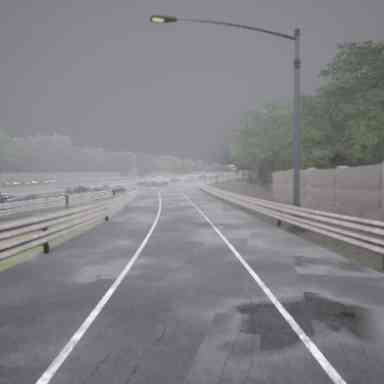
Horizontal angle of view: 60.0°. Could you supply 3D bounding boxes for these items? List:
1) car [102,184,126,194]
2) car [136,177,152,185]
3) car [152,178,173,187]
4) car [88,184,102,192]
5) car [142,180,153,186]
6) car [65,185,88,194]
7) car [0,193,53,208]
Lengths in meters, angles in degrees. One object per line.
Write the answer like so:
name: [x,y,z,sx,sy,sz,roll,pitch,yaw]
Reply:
car: [-12.376,-0.438,54.325,1.812,1.442,4.674,1,4,13]
car: [-12.234,-2.377,85.129,1.895,1.301,4.718,1,4,13]
car: [-6.822,-1.977,77.638,2.033,1.411,5.357,1,4,13]
car: [-15.318,-0.601,57.075,1.812,1.442,4.674,1,4,13]
car: [-9.759,-2.128,80.413,1.994,1.385,4.181,1,4,13]
car: [-19.187,-0.482,55.943,2.033,1.411,5.357,1,4,13]
car: [-17.016,0.905,34.852,2.033,1.411,5.357,1,4,13]
